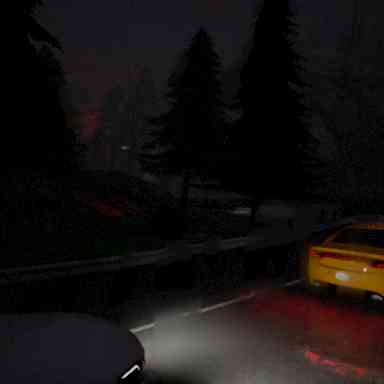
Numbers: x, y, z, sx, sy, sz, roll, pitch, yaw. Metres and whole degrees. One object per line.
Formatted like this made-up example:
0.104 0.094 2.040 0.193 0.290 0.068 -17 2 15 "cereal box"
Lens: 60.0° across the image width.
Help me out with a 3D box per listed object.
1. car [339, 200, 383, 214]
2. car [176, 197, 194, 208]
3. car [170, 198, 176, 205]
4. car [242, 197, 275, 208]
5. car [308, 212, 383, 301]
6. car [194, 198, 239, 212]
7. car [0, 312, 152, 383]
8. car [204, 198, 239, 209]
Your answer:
17.929 1.569 33.745 5.357 1.411 2.033 0 0 34 "car"
0.549 1.513 45.654 4.674 1.442 1.812 0 0 35 "car"
-1.706 1.519 55.709 4.181 1.385 1.994 0 0 35 "car"
9.618 1.364 47.921 4.553 1.767 2.097 0 0 34 "car"
4.749 1.481 8.075 5.008 1.535 1.882 0 0 -42 "car"
3.087 1.514 39.667 4.892 1.490 1.837 0 0 34 "car"
-2.523 1.525 2.208 4.674 1.442 1.812 0 0 -36 "car"
4.201 1.598 47.389 4.718 1.301 1.895 0 0 34 "car"
